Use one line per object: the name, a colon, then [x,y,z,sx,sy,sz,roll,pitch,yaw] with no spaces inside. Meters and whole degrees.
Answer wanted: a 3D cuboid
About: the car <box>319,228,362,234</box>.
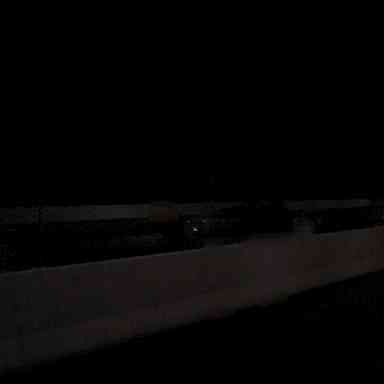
car: [7.488,1.612,17.940,4.718,1.301,1.895,0,0,-36]
